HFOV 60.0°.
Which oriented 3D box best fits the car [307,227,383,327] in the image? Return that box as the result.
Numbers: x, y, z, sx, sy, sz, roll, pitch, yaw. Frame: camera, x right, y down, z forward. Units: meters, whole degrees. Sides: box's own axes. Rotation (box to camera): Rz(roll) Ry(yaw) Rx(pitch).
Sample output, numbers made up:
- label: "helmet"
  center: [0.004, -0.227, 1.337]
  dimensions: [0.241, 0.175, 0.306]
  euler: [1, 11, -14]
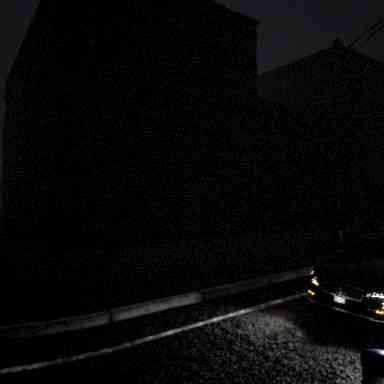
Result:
- label: "car"
  center: [4.365, 1.498, 6.763]
  dimensions: [4.892, 1.490, 1.837]
  euler: [0, 0, -35]
